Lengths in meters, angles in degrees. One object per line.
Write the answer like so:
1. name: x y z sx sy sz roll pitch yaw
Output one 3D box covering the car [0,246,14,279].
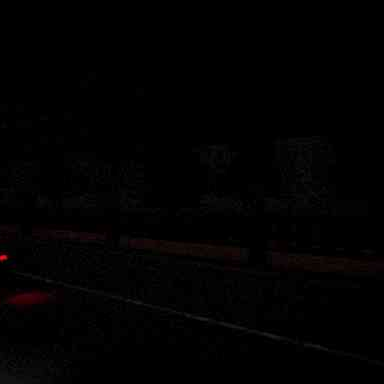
1. car: -6.691 1.576 8.502 5.357 1.411 2.033 0 0 35
